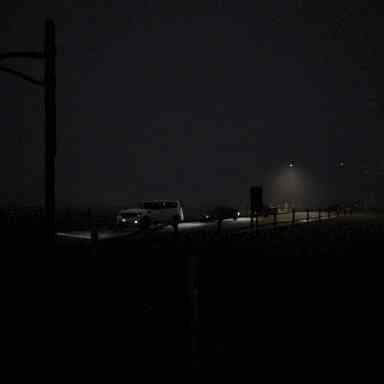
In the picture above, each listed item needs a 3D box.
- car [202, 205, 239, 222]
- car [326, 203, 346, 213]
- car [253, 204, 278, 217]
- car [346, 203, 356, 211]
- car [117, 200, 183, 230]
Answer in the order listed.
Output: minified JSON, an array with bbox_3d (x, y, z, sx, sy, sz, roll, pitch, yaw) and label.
[{"bbox_3d":[2.869,2.067,32.539,2.128,1.511,4.902,0,-1,36],"label":"car"},{"bbox_3d":[23.131,2.664,53.960,1.812,1.442,4.674,0,-1,36],"label":"car"},{"bbox_3d":[8.900,2.265,40.768,2.128,1.511,4.902,0,-1,36],"label":"car"},{"bbox_3d":[29.807,2.867,63.089,1.837,1.490,4.892,0,-1,36],"label":"car"},{"bbox_3d":[-2.947,1.608,24.601,2.150,2.045,5.566,0,-1,36],"label":"car"}]
